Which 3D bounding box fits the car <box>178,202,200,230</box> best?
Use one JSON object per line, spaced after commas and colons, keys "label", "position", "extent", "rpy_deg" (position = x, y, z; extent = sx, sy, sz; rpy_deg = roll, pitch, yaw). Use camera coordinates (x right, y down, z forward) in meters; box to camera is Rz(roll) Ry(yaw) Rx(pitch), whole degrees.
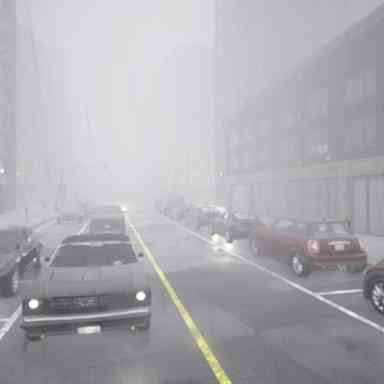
{"label": "car", "position": [0.724, 1.544, 21.119], "extent": [2.008, 1.369, 4.403], "rpy_deg": [0, 0, -14]}

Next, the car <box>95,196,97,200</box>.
{"label": "car", "position": [-11.452, 1.433, 35.221], "extent": [1.967, 1.590, 4.097], "rpy_deg": [0, 0, -14]}

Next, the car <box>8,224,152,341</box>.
{"label": "car", "position": [-1.947, 1.599, 6.755], "extent": [1.895, 1.301, 4.718], "rpy_deg": [0, 0, -14]}

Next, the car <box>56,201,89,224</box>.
{"label": "car", "position": [-8.858, 1.577, 24.480], "extent": [1.802, 1.307, 4.206], "rpy_deg": [0, 0, -14]}

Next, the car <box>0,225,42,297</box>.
{"label": "car", "position": [-4.968, 1.565, 8.367], "extent": [1.947, 1.339, 4.313], "rpy_deg": [0, 0, -14]}

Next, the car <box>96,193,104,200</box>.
{"label": "car", "position": [-24.881, 1.458, 88.584], "extent": [1.967, 1.590, 4.097], "rpy_deg": [0, 0, -15]}

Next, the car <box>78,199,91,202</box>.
{"label": "car", "position": [-10.155, 1.560, 29.850], "extent": [1.947, 1.339, 4.313], "rpy_deg": [0, 0, -14]}

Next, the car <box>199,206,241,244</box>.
{"label": "car", "position": [2.020, 1.545, 15.749], "extent": [2.008, 1.369, 4.403], "rpy_deg": [0, 0, -14]}

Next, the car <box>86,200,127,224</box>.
{"label": "car", "position": [-4.866, 1.473, 19.317], "extent": [1.882, 1.535, 5.008], "rpy_deg": [0, 0, -13]}

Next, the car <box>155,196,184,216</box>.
{"label": "car", "position": [-1.869, 1.306, 31.858], "extent": [2.192, 1.841, 5.009], "rpy_deg": [0, 0, -14]}

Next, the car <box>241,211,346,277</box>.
{"label": "car", "position": [3.316, 1.436, 10.380], "extent": [1.967, 1.590, 4.097], "rpy_deg": [0, 0, -14]}

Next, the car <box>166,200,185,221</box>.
{"label": "car", "position": [-0.573, 1.558, 26.488], "extent": [1.947, 1.339, 4.313], "rpy_deg": [0, 0, -14]}

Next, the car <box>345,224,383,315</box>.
{"label": "car", "position": [4.612, 1.437, 5.011], "extent": [1.967, 1.590, 4.097], "rpy_deg": [0, 0, -14]}

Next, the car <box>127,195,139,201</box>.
{"label": "car", "position": [-13.743, 1.446, 79.824], "extent": [1.967, 1.590, 4.097], "rpy_deg": [0, 0, -15]}

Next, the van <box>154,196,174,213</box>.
{"label": "van", "position": [-3.165, 1.330, 37.227], "extent": [1.690, 1.788, 3.998], "rpy_deg": [0, 0, -14]}

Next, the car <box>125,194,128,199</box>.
{"label": "car", "position": [-16.637, 1.597, 90.757], "extent": [1.802, 1.307, 4.206], "rpy_deg": [0, 0, -15]}
